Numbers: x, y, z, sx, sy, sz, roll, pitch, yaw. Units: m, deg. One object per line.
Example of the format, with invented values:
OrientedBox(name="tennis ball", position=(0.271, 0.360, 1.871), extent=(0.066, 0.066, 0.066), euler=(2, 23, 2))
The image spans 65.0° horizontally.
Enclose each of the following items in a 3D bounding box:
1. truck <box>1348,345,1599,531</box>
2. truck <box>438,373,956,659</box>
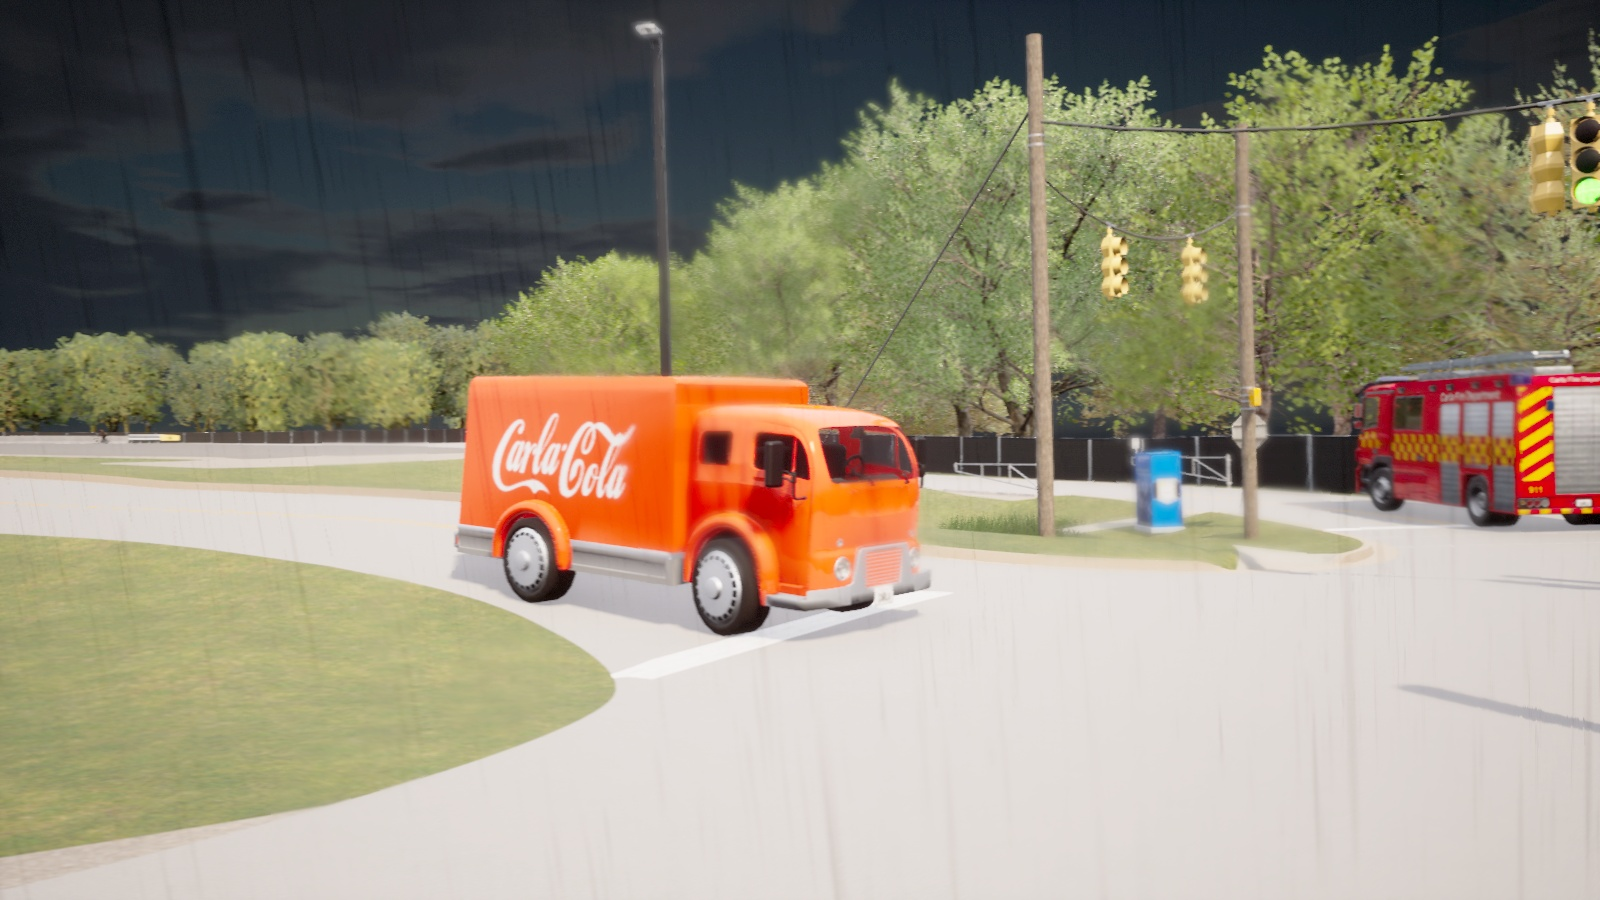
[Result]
OrientedBox(name="truck", position=(16.496, -0.353, 30.477), extent=(2.891, 3.827, 8.468), euler=(-2, 1, 2))
OrientedBox(name="truck", position=(-1.257, 0.444, 13.586), extent=(5.204, 2.467, 2.627), euler=(3, 4, 40))
